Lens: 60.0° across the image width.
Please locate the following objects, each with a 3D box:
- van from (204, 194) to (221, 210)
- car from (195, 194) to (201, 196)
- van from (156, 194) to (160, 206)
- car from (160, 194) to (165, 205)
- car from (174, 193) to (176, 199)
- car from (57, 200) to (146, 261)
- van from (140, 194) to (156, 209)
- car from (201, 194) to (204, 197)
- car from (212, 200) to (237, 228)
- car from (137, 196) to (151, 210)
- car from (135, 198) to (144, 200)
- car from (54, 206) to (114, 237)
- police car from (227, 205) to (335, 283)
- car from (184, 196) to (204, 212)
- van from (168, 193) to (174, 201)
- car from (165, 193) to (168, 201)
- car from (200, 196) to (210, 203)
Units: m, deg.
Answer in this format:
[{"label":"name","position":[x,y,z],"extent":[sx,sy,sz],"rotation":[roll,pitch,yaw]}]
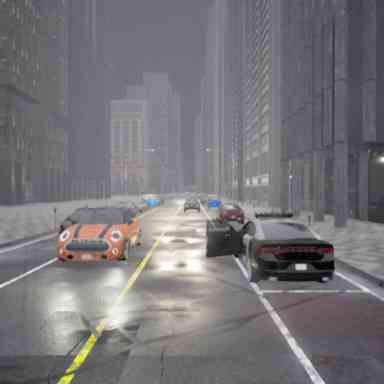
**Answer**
[{"label":"van","position":[2.677,1.288,41.114],"extent":[1.690,1.788,3.998],"rotation":[0,0,0]},{"label":"car","position":[-0.095,1.443,48.118],"extent":[1.837,1.490,4.892],"rotation":[0,0,0]},{"label":"van","position":[-5.860,1.281,46.732],"extent":[1.690,1.788,3.998],"rotation":[0,0,0]},{"label":"car","position":[-5.871,1.373,52.373],"extent":[1.967,1.590,4.097],"rotation":[0,0,0]},{"label":"car","position":[-5.940,1.432,86.219],"extent":[1.887,1.381,4.507],"rotation":[0,0,0]},{"label":"car","position":[-3.122,1.336,12.100],"extent":[2.097,1.767,4.553],"rotation":[0,0,0]},{"label":"van","position":[-5.848,1.289,41.092],"extent":[1.690,1.788,3.998],"rotation":[0,0,0]},{"label":"car","position":[2.643,1.507,58.036],"extent":[1.802,1.307,4.206],"rotation":[0,0,0]},{"label":"car","position":[2.712,1.514,24.192],"extent":[1.887,1.381,4.507],"rotation":[0,0,0]},{"label":"car","position":[-5.836,1.480,35.281],"extent":[1.752,1.417,4.829],"rotation":[0,0,0]},{"label":"car","position":[-5.824,1.513,29.810],"extent":[2.008,1.369,4.403],"rotation":[0,0,0]},{"label":"car","position":[-5.801,1.542,18.529],"extent":[1.947,1.339,4.313],"rotation":[0,0,0]},{"label":"police car","position":[2.349,1.412,9.765],"extent":[1.930,1.638,5.238],"rotation":[0,0,0]},{"label":"car","position":[-0.001,1.499,37.765],"extent":[2.033,1.411,5.357],"rotation":[0,0,0]},{"label":"van","position":[-5.929,1.236,80.578],"extent":[1.690,1.788,3.998],"rotation":[0,0,0]},{"label":"car","position":[-5.883,1.241,58.015],"extent":[2.192,1.841,5.009],"rotation":[0,0,0]},{"label":"car","position":[2.620,1.476,69.317],"extent":[1.947,1.339,4.313],"rotation":[0,0,0]}]
